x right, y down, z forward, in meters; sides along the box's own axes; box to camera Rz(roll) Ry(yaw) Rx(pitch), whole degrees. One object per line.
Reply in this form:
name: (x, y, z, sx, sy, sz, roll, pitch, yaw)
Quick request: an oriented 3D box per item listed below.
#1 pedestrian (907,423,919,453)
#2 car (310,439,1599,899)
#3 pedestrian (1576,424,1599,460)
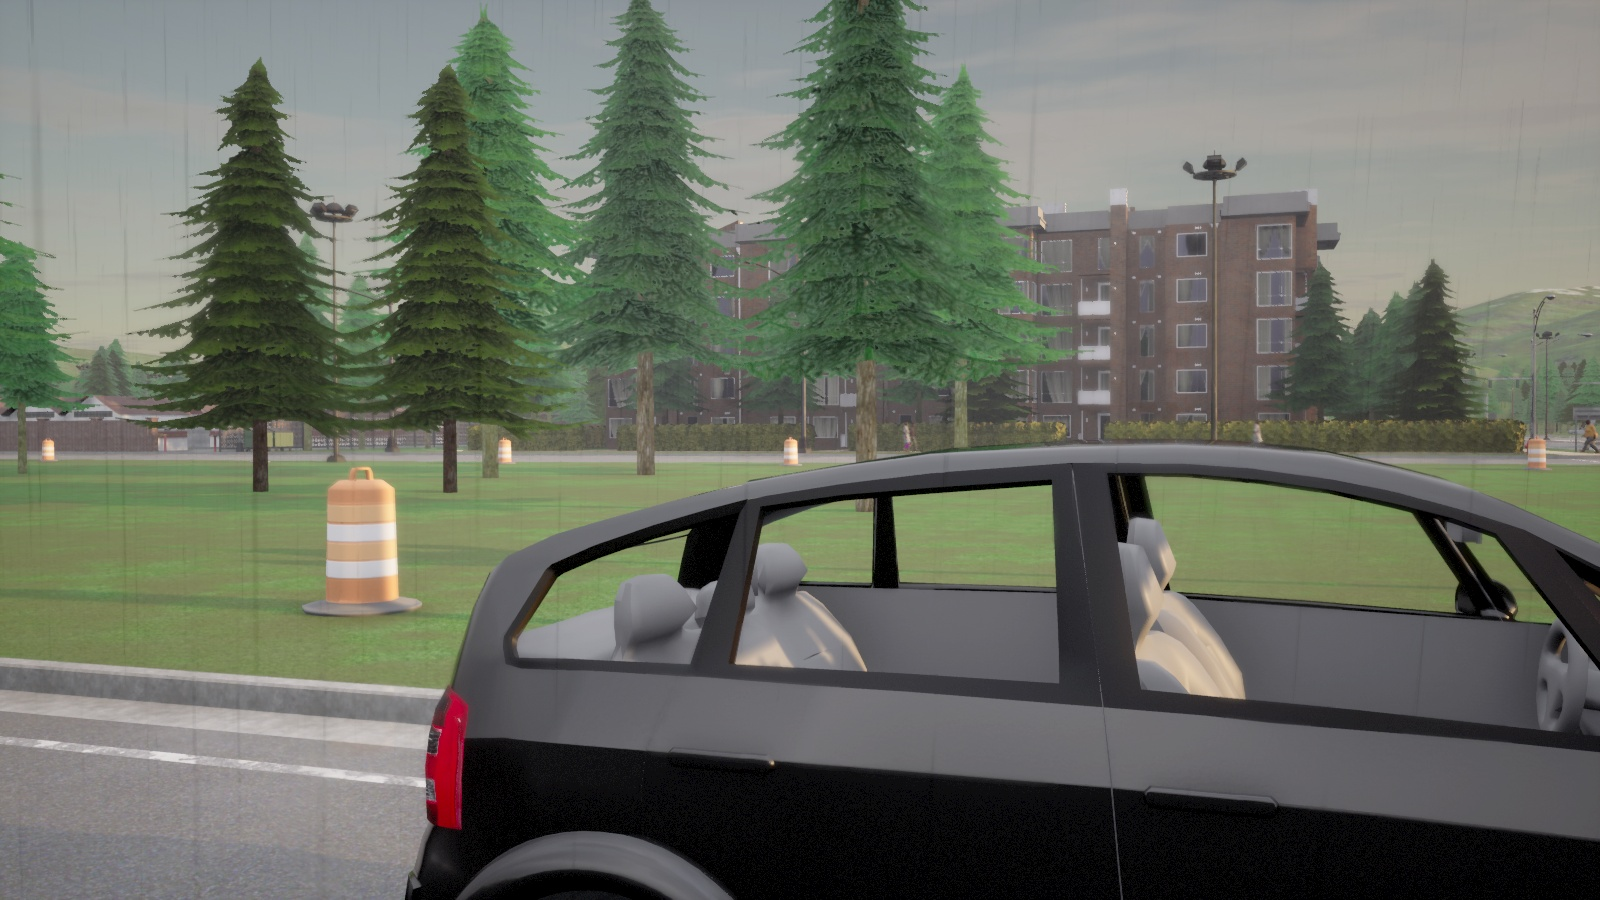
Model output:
pedestrian: (6.957, -0.756, 77.303, 0.703, 1.840, 0.431, 1, 1, 19)
car: (1.036, 0.764, 2.844, 3.705, 1.549, 1.789, 0, 1, 19)
pedestrian: (41.008, -0.425, 65.246, 0.900, 1.855, 0.874, 0, 1, 11)
